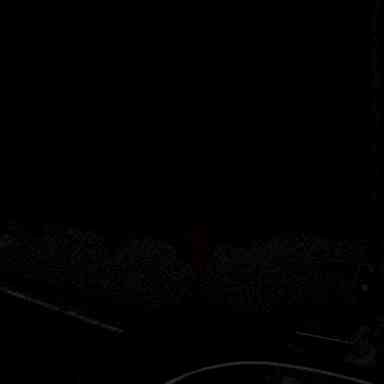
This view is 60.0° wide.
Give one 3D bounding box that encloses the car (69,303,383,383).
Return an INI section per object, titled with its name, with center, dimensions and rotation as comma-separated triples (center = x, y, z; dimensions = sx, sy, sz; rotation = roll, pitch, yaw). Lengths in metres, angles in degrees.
[car]
center = 0.919, 1.548, 2.309
dimensions = 4.403, 1.369, 2.008
rotation = 0, 0, 36

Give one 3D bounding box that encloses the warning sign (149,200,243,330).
[warning sign]
center = 0.103, 1.099, 5.721
dimensions = 1.060, 1.860, 1.300
rotation = 0, 0, 36
